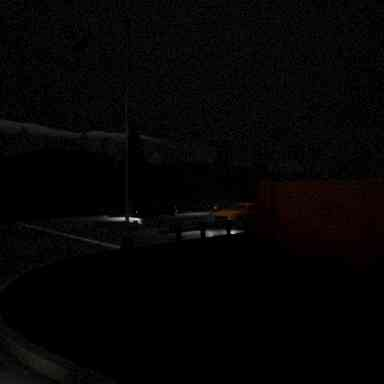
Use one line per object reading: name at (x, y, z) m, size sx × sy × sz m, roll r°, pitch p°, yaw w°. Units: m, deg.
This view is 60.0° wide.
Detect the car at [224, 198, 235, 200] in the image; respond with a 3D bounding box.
car at (4.272, 1.485, 37.709) m, size 4.902 × 1.511 × 2.128 m, roll 0°, pitch 0°, yaw -44°

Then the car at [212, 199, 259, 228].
car at (3.444, 1.474, 22.206) m, size 5.008 × 1.535 × 1.882 m, roll 0°, pitch 0°, yaw -44°

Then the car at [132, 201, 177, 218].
car at (-3.368, 1.554, 30.231) m, size 4.181 × 1.385 × 1.994 m, roll 0°, pitch 0°, yaw -44°
